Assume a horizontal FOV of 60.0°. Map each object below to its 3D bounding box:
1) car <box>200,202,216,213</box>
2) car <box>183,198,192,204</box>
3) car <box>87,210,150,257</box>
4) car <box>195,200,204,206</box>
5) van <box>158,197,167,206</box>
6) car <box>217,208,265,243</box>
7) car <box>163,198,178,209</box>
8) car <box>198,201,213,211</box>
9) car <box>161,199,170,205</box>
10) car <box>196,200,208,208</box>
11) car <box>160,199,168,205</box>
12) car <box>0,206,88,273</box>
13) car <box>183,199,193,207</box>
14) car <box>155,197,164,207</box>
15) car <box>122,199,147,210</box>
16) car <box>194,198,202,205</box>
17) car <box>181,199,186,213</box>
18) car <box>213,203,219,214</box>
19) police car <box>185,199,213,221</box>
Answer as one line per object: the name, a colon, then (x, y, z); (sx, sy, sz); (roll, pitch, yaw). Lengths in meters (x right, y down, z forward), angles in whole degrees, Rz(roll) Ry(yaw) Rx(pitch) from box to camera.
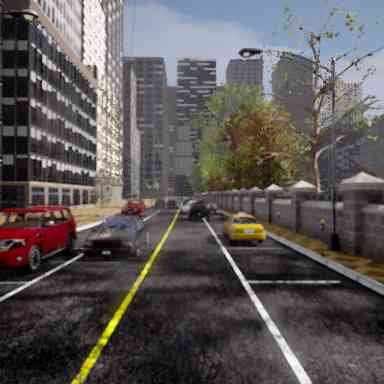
car: (2.095, 2.043, 44.539); (1.802, 1.307, 4.206); (0, -1, -1)
car: (-1.209, 2.243, 86.716); (2.128, 1.511, 4.902); (0, -1, -1)
car: (-2.898, 1.696, 13.900); (2.033, 1.411, 5.357); (0, -1, 0)
car: (1.608, 2.320, 72.282); (1.802, 1.307, 4.206); (0, -1, -1)
van: (-6.418, 2.079, 72.235); (1.690, 1.788, 3.998); (0, -1, -1)
car: (2.498, 1.706, 16.971); (1.752, 1.417, 4.829); (0, -1, -1)
car: (-3.488, 2.089, 56.794); (1.837, 1.490, 4.892); (0, 0, -1)
car: (1.998, 2.083, 50.087); (1.947, 1.339, 4.313); (0, -1, -1)
car: (-6.610, 2.368, 83.142); (1.752, 1.417, 4.829); (0, -1, -1)
car: (1.803, 2.194, 61.185); (1.947, 1.339, 4.313); (0, -1, -1)
car: (-6.515, 2.373, 77.772); (1.802, 1.307, 4.206); (0, -1, -1)
car: (-5.488, 1.436, 11.260); (2.192, 1.841, 5.009); (0, -1, 0)
car: (-0.829, 2.145, 65.166); (1.882, 1.535, 5.008); (0, -1, -1)
car: (-6.321, 1.999, 66.695); (2.192, 1.841, 5.009); (0, -1, -1)
car: (-5.738, 1.665, 33.453); (2.192, 1.841, 5.009); (0, -1, -1)
car: (1.412, 2.285, 83.381); (1.967, 1.590, 4.097); (0, -1, -1)
car: (-0.057, 1.953, 41.120); (1.812, 1.442, 4.674); (0, -1, -14)
car: (2.193, 1.956, 38.990); (2.008, 1.369, 4.403); (0, -1, -1)
police car: (0.582, 1.755, 31.444); (1.930, 1.638, 5.238); (0, -1, -1)
